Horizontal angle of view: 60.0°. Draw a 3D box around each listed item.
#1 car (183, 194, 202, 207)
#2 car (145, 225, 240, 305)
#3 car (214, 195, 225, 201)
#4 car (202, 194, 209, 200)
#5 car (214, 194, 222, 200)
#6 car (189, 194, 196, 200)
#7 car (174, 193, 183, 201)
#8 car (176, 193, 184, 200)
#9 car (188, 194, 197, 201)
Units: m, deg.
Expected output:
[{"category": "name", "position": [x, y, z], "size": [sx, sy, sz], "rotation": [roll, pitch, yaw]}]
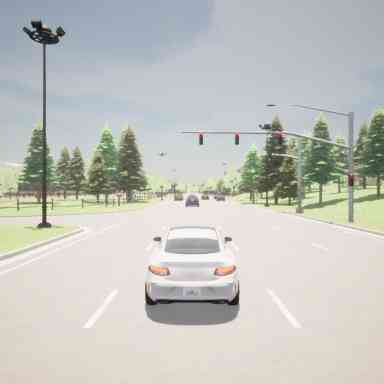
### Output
[{"category": "car", "position": [0.078, 1.352, 51.810], "size": [2.097, 1.767, 4.553], "rotation": [0, 0, 0]}, {"category": "car", "position": [0.018, 1.526, 7.937], "size": [1.812, 1.442, 4.674], "rotation": [0, 0, 0]}, {"category": "car", "position": [7.124, 1.517, 82.442], "size": [2.128, 1.511, 4.902], "rotation": [0, 0, 0]}, {"category": "car", "position": [3.640, 1.355, 93.251], "size": [2.097, 1.767, 4.553], "rotation": [0, 0, 0]}, {"category": "car", "position": [7.140, 1.385, 92.862], "size": [1.994, 1.385, 4.181], "rotation": [0, 0, 0]}, {"category": "car", "position": [0.140, 1.332, 92.873], "size": [1.837, 1.490, 4.892], "rotation": [0, 0, 0]}, {"category": "car", "position": [-3.375, 1.544, 82.842], "size": [1.994, 1.385, 4.181], "rotation": [0, 0, 0]}, {"category": "car", "position": [-3.360, 1.187, 92.848], "size": [2.097, 1.767, 4.553], "rotation": [0, 0, 0]}, {"category": "car", "position": [0.125, 1.347, 82.840], "size": [2.097, 1.767, 4.553], "rotation": [0, 0, 0]}]
